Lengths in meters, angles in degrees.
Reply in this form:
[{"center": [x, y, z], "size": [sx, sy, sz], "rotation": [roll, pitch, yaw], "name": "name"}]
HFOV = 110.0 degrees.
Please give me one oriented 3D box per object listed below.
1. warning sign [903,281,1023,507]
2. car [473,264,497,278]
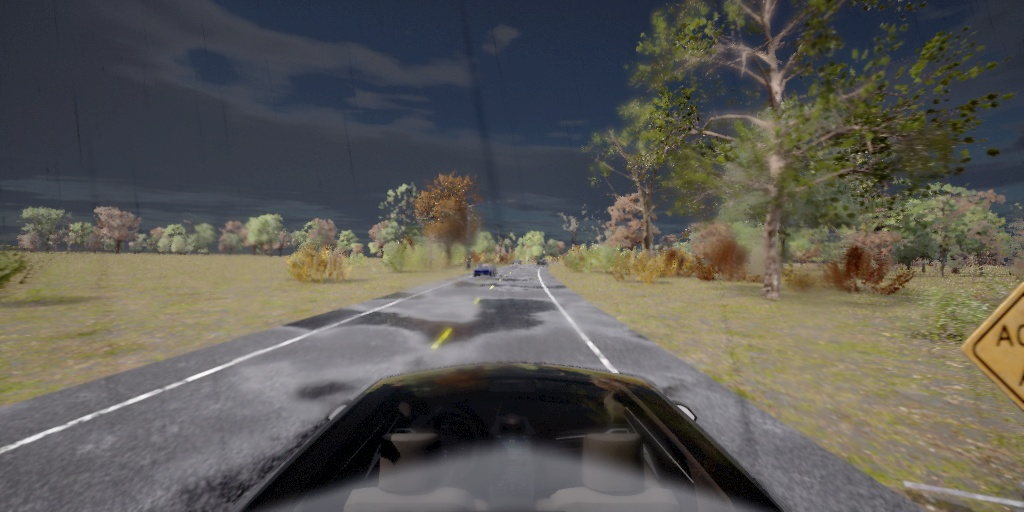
[{"center": [3.545, 0.869, 2.318], "size": [1.300, 1.860, 1.060], "rotation": [0, 0, 0], "name": "warning sign"}, {"center": [-2.639, 1.460, 35.364], "size": [1.895, 1.301, 4.718], "rotation": [0, 0, 3], "name": "car"}]
